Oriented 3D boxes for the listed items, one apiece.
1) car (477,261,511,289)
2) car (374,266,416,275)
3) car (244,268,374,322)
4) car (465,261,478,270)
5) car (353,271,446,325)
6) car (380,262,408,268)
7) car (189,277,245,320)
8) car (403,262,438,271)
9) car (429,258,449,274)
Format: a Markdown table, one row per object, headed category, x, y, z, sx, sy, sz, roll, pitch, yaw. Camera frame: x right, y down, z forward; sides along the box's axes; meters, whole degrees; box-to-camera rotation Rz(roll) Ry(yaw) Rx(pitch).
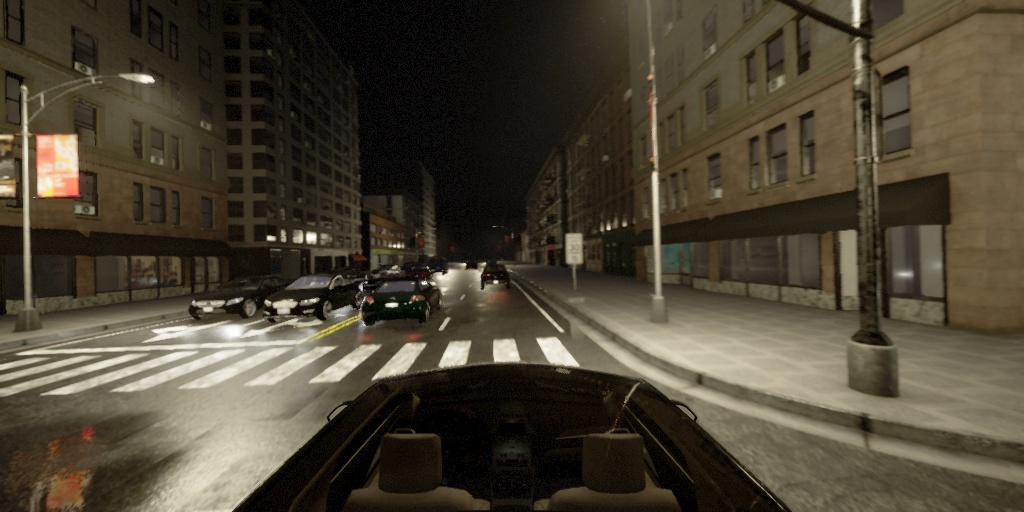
| category | x | y | z | sx | sy | sz | roll | pitch | yaw |
| --- | --- | --- | --- | --- | --- | --- | --- | --- | --- |
| car | -1.146 | 1.315 | 24.029 | 1.837 | 1.490 | 4.892 | -1 | 0 | -4 |
| car | -7.749 | 1.579 | 22.731 | 1.895 | 1.301 | 4.718 | -1 | 0 | -3 |
| car | -7.186 | 1.443 | 13.484 | 2.128 | 1.511 | 4.902 | -1 | 0 | -4 |
| car | -6.609 | 1.496 | 59.047 | 1.837 | 1.490 | 4.892 | -1 | 1 | -3 |
| car | -3.686 | 1.424 | 12.612 | 1.994 | 1.385 | 4.181 | -1 | 0 | -4 |
| car | -11.587 | 1.581 | 33.207 | 2.128 | 1.511 | 4.902 | -1 | 0 | -4 |
| car | -10.503 | 1.564 | 14.538 | 1.812 | 1.442 | 4.674 | -1 | 0 | -4 |
| car | -8.313 | 1.569 | 32.749 | 1.994 | 1.385 | 4.181 | -1 | 0 | -4 |
| car | -8.970 | 1.255 | 43.287 | 2.150 | 2.045 | 5.566 | -1 | 0 | -4 |
